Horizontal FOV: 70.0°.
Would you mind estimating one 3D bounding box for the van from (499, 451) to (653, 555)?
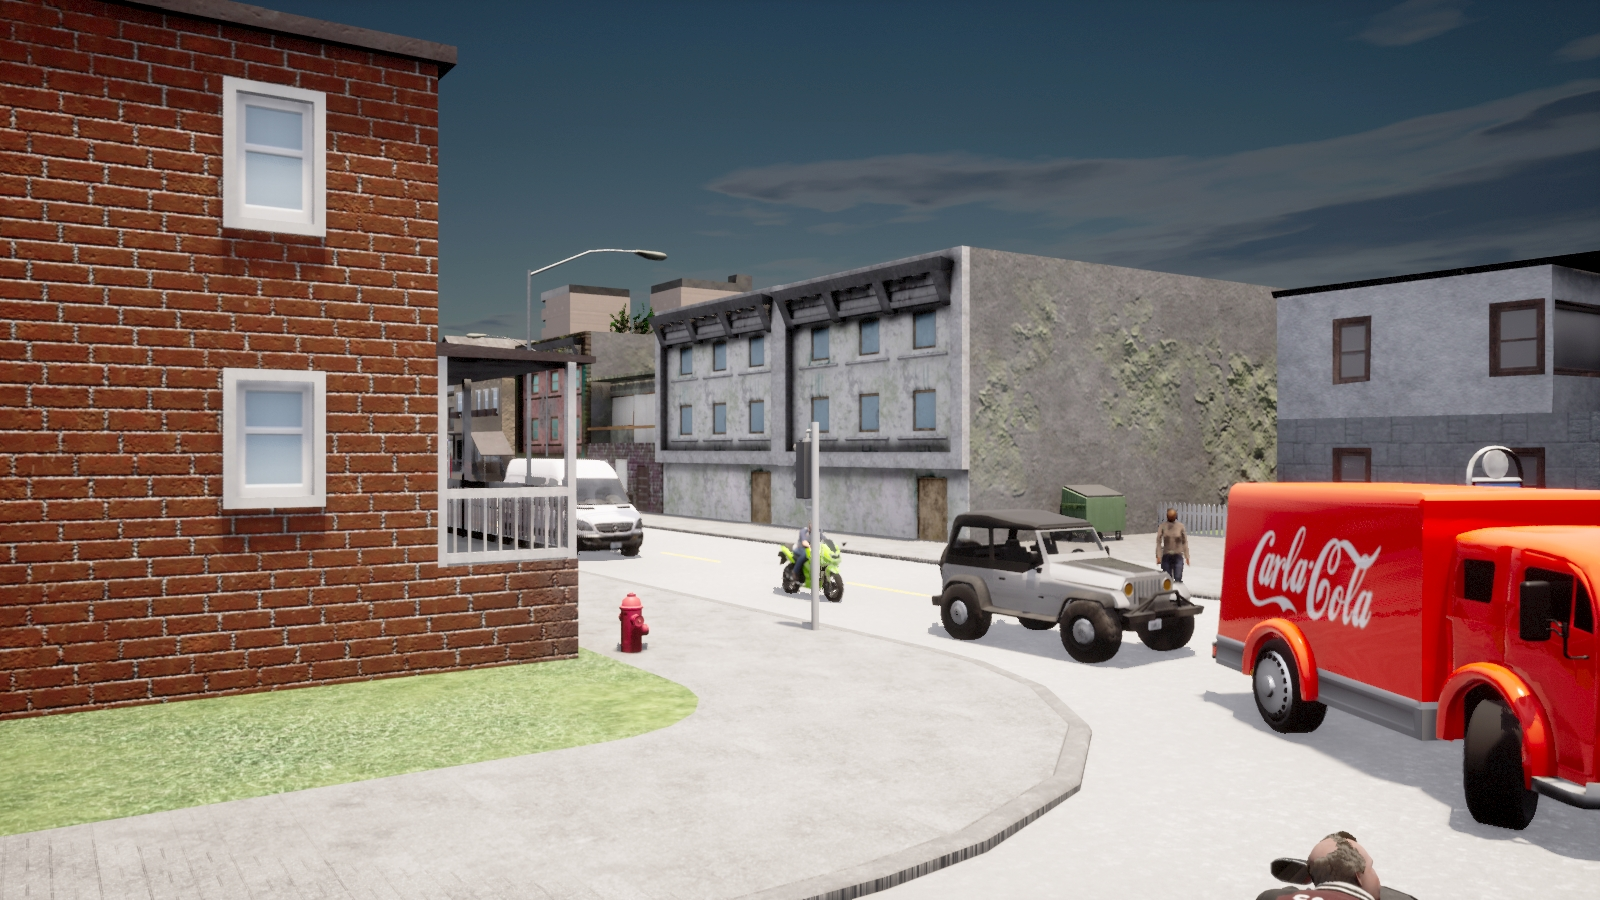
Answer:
[{"bbox_3d":[-6.254,1.314,31.241,1.988,2.561,5.915,0,0,-34],"label":"van"}]

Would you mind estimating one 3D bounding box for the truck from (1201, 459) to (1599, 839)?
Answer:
[{"bbox_3d":[6.071,1.345,10.330,2.627,2.467,5.204,0,0,-6],"label":"truck"}]

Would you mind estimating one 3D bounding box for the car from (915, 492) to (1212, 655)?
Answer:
[{"bbox_3d":[3.679,1.636,16.522,1.905,1.878,3.866,0,0,-36],"label":"car"}]

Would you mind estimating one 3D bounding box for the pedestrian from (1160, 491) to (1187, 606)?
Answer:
[{"bbox_3d":[6.212,1.628,18.992,0.375,1.860,0.375,0,0,25],"label":"pedestrian"}]
